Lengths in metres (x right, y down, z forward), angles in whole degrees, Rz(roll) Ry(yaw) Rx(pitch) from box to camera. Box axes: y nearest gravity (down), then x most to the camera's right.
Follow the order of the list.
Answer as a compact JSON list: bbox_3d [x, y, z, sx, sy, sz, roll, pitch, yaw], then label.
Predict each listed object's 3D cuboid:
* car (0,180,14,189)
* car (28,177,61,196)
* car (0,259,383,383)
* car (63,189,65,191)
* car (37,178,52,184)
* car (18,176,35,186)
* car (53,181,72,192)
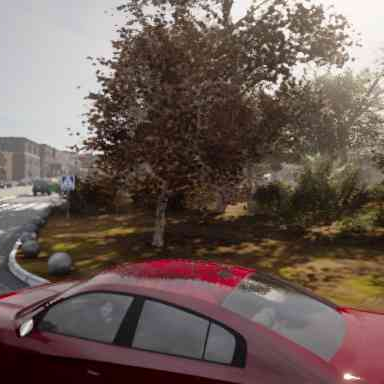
[{"bbox_3d":[-34.249,-1.376,60.678,2.163,1.488,4.792,0,3,-9],"label":"car"},{"bbox_3d":[-20.003,-0.638,45.441,2.150,2.045,5.566,0,3,-8],"label":"car"},{"bbox_3d":[-0.437,1.480,3.428,5.008,1.535,1.882,0,0,25],"label":"car"},{"bbox_3d":[-16.982,-0.389,47.302,1.994,1.385,4.181,0,3,-9],"label":"car"},{"bbox_3d":[-38.219,-2.929,86.325,2.231,1.521,4.892,0,3,-8],"label":"car"},{"bbox_3d":[-35.916,-2.055,71.619,2.231,1.521,4.892,0,3,-9],"label":"car"},{"bbox_3d":[-21.639,-0.970,55.768,1.837,1.490,4.892,0,3,-8],"label":"car"}]
